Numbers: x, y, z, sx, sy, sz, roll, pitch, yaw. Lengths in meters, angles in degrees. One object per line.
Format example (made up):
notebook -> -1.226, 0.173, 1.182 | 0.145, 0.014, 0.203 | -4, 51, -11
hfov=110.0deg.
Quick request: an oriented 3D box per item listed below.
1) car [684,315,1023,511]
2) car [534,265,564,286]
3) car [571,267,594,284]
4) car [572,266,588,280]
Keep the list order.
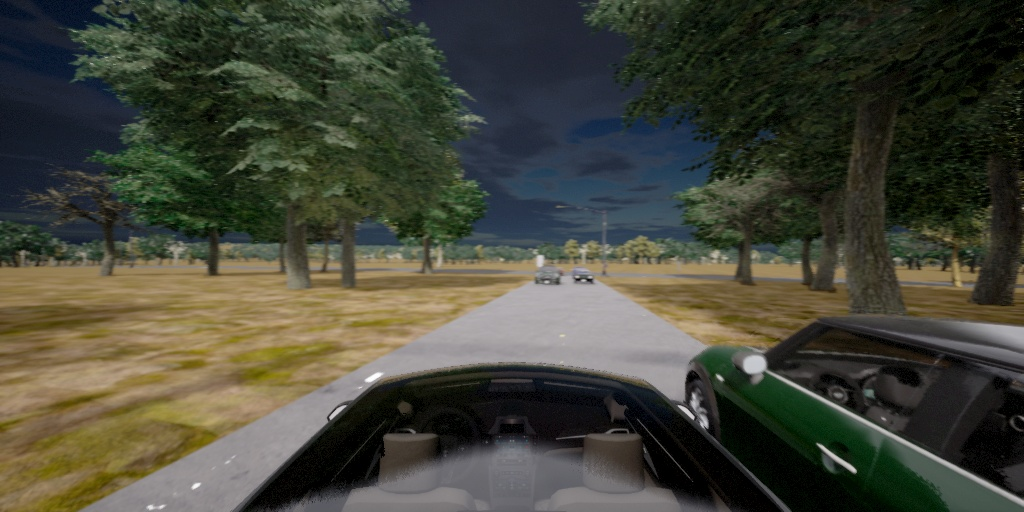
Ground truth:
car -> 2.800, 1.177, 2.308 | 2.097, 1.767, 4.553 | 1, -1, 9
car -> 3.196, 1.612, 31.607 | 2.097, 1.767, 4.553 | 1, -1, 9
car -> 7.000, 2.025, 35.366 | 1.895, 1.301, 4.718 | 1, -1, 9
car -> 8.580, 2.131, 45.603 | 1.882, 1.535, 5.008 | 1, -1, 9
